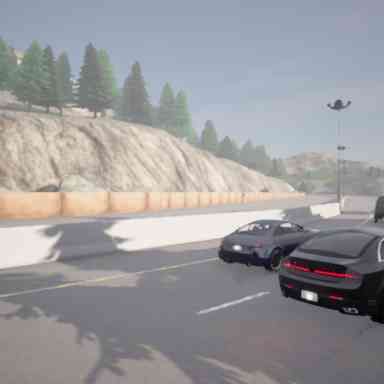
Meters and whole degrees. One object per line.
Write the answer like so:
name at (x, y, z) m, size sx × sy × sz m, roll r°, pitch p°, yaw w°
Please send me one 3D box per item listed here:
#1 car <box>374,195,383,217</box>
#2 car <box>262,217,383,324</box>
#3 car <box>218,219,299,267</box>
car at (15.670, 1.276, 26.078) m, size 2.150 × 2.045 × 5.566 m, roll 0°, pitch 0°, yaw 33°
car at (3.829, 1.523, 7.266) m, size 4.892 × 1.490 × 1.837 m, roll 0°, pitch 0°, yaw -41°
car at (2.802, 1.599, 11.052) m, size 4.181 × 1.385 × 1.994 m, roll 0°, pitch 0°, yaw -42°
